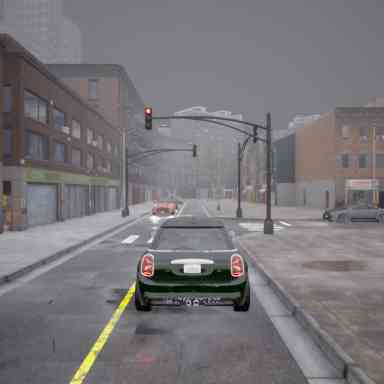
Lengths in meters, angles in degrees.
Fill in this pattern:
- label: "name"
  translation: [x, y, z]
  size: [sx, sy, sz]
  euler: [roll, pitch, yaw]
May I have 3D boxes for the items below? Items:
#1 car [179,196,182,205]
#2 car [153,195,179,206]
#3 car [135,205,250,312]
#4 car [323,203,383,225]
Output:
- label: "car"
  translation: [-2.772, 1.561, 44.222]
  size: [2.033, 1.411, 5.357]
  euler: [0, 0, 0]
- label: "car"
  translation: [-2.791, 1.358, 33.887]
  size: [2.097, 1.767, 4.553]
  euler: [0, 0, 0]
- label: "car"
  translation: [0.022, 1.351, 7.894]
  size: [2.097, 1.767, 4.553]
  euler: [0, 0, 0]
- label: "car"
  translation: [11.397, 1.491, 23.219]
  size: [4.181, 1.385, 1.994]
  euler: [0, 0, 0]
